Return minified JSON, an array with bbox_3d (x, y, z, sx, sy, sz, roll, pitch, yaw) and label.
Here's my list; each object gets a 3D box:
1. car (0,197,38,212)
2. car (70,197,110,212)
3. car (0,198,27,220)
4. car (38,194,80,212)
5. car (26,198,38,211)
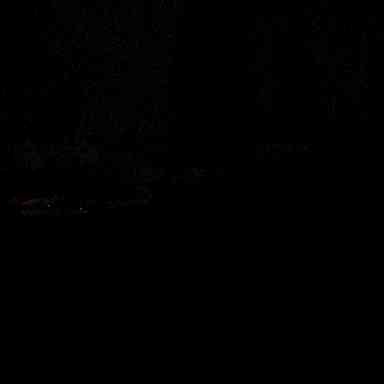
[{"bbox_3d":[-22.236,1.535,42.640,1.837,1.490,4.892,0,2,14],"label":"car"},{"bbox_3d":[-11.977,1.568,40.387,2.033,1.411,5.357,0,0,14],"label":"car"},{"bbox_3d":[-15.622,1.503,25.847,1.882,1.535,5.008,0,0,14],"label":"car"},{"bbox_3d":[-15.580,1.249,40.421,2.150,2.045,5.566,0,0,14],"label":"car"},{"bbox_3d":[-19.016,1.509,41.099,1.882,1.535,5.008,0,0,14],"label":"car"}]
